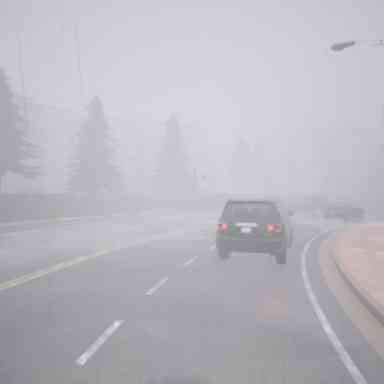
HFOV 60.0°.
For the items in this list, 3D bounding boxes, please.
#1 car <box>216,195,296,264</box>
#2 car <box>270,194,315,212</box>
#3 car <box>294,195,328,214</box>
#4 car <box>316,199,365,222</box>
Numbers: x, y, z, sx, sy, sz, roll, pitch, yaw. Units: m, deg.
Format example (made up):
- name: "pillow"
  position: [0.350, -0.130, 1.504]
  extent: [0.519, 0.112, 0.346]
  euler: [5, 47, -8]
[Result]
- name: "car"
  position: [2.486, 1.242, 12.303]
  extent: [2.150, 2.045, 5.566]
  euler: [0, -1, 19]
- name: "car"
  position: [12.283, 1.331, 40.659]
  extent: [5.566, 2.045, 2.150]
  euler: [0, 0, -32]
- name: "car"
  position: [12.962, 1.334, 36.947]
  extent: [5.566, 2.045, 2.150]
  euler: [0, 0, -34]
- name: "car"
  position: [12.596, 1.597, 27.436]
  extent: [4.902, 1.511, 2.128]
  euler: [0, 0, -44]
